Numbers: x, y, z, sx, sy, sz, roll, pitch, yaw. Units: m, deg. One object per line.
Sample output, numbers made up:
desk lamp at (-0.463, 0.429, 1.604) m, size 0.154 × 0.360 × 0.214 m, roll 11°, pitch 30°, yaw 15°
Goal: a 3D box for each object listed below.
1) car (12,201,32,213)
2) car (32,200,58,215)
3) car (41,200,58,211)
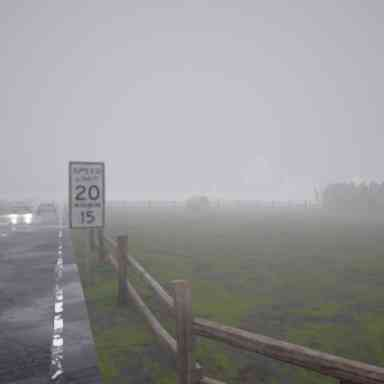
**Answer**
car at (-19.885, 1.760, 39.174) m, size 1.895 × 1.301 × 4.718 m, roll 0°, pitch 0°, yaw -21°
car at (-15.382, 1.617, 35.373) m, size 2.128 × 1.511 × 4.902 m, roll 0°, pitch 0°, yaw -21°
car at (-19.251, 1.760, 45.082) m, size 1.895 × 1.301 × 4.718 m, roll 0°, pitch 0°, yaw -21°
